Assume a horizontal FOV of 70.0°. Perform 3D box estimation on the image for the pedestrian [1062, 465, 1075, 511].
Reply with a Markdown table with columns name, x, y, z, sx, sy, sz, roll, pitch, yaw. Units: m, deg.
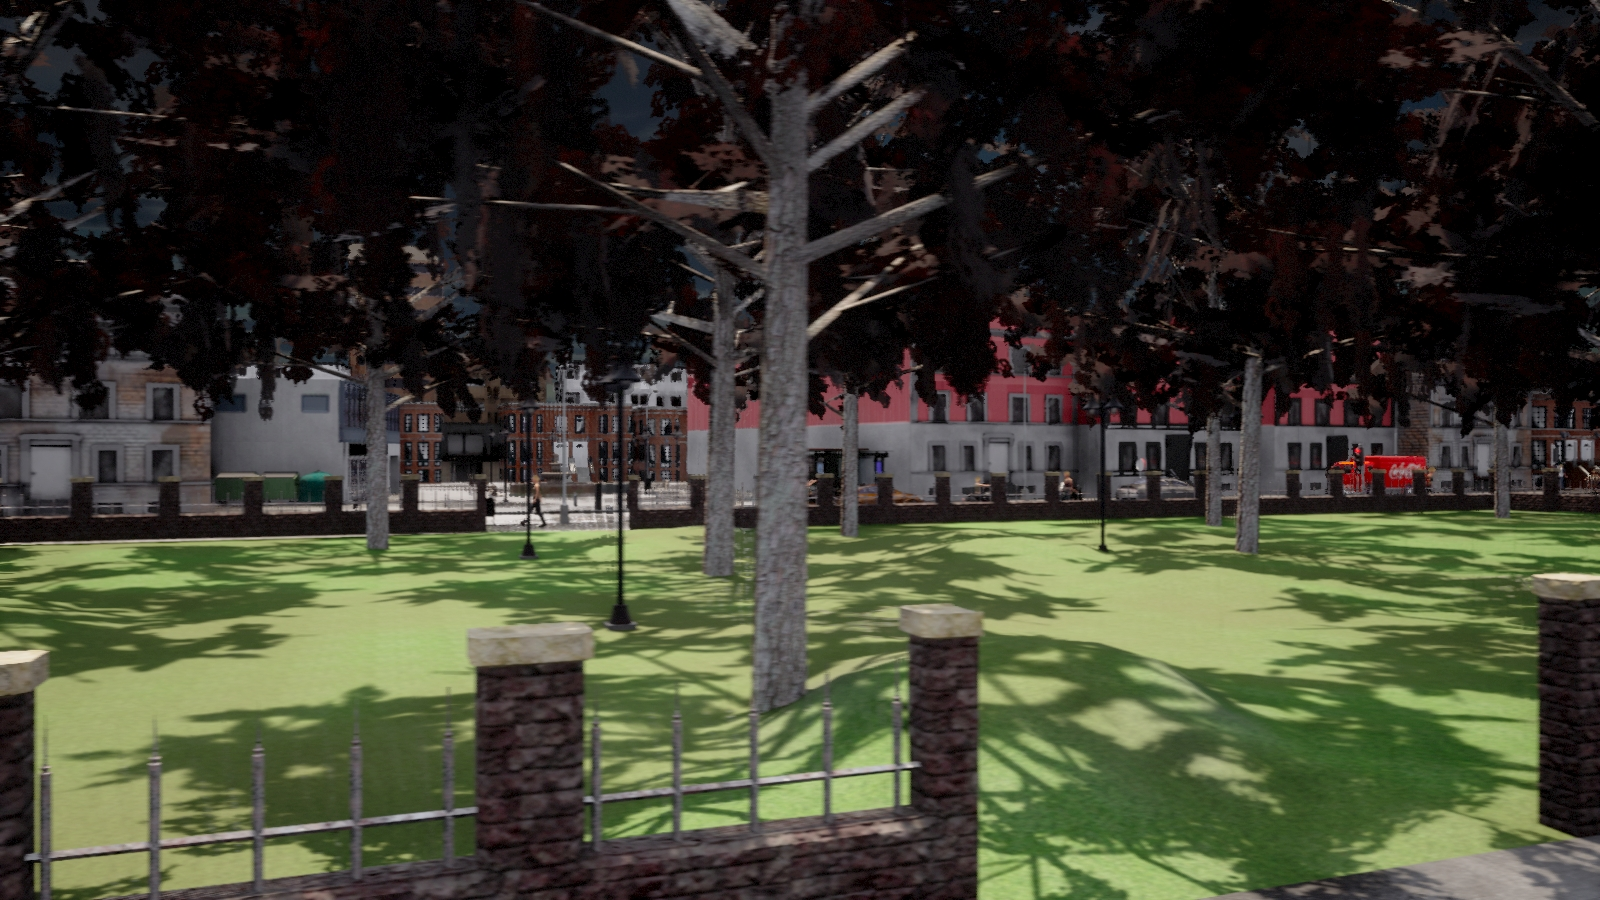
| name | x | y | z | sx | sy | sz | roll | pitch | yaw |
| --- | --- | --- | --- | --- | --- | --- | --- | --- | --- |
| pedestrian | 10.957 | 1.529 | 46.638 | 0.375 | 1.860 | 0.375 | 0 | 0 | -20 |

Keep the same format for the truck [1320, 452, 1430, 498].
| name | x | y | z | sx | sy | sz | roll | pitch | yaw |
| --- | --- | --- | --- | --- | --- | --- | --- | --- | --- |
| truck | 32.032 | 1.356 | 63.660 | 5.204 | 2.467 | 2.627 | 0 | 0 | -20 |

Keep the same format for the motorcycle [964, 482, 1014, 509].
| name | x | y | z | sx | sy | sz | roll | pitch | yaw |
| --- | --- | --- | --- | --- | --- | --- | --- | --- | --- |
| motorcycle | 8.415 | 1.997 | 50.844 | 2.033 | 1.145 | 0.803 | 0 | 0 | -20 |

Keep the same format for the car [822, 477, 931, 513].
| name | x | y | z | sx | sy | sz | roll | pitch | yaw |
| --- | --- | --- | --- | --- | --- | --- | --- | --- | --- |
| car | 3.256 | 1.913 | 48.957 | 4.181 | 1.385 | 1.994 | -1 | 0 | -20 |

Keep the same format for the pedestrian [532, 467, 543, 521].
| name | x | y | z | sx | sy | sz | roll | pitch | yaw |
| --- | --- | --- | --- | --- | --- | --- | --- | --- | --- |
| pedestrian | -9.092 | 1.524 | 39.580 | 0.375 | 1.860 | 0.375 | 0 | 0 | -17 |

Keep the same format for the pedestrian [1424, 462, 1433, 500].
| name | x | y | z | sx | sy | sz | roll | pitch | yaw |
| --- | --- | --- | --- | --- | --- | --- | --- | --- | --- |
| pedestrian | 31.056 | 1.533 | 56.458 | 0.375 | 1.860 | 0.375 | 0 | 0 | 30 |

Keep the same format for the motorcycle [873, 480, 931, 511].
| name | x | y | z | sx | sy | sz | roll | pitch | yaw |
| --- | --- | --- | --- | --- | --- | --- | --- | --- | --- |
| motorcycle | 4.410 | 1.953 | 49.379 | 2.356 | 1.277 | 0.764 | 0 | 0 | -20 |

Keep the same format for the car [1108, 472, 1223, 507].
| name | x | y | z | sx | sy | sz | roll | pitch | yaw |
| --- | --- | --- | --- | --- | --- | --- | --- | --- | --- |
| car | 17.262 | 1.832 | 54.024 | 4.902 | 1.511 | 2.128 | 0 | 0 | -20 |
